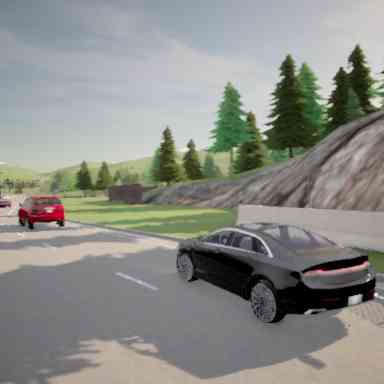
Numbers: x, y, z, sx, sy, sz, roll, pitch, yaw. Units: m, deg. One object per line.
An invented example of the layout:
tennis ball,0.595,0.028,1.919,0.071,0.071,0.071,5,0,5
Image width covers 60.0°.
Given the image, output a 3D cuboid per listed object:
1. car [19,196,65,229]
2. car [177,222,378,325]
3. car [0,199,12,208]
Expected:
car,-10.297,1.294,22.661,2.150,2.045,5.566,-2,1,-35
car,1.308,1.401,7.104,2.128,1.511,4.902,-1,0,-28
car,-31.234,1.894,55.493,1.994,1.385,4.181,-2,1,-26
